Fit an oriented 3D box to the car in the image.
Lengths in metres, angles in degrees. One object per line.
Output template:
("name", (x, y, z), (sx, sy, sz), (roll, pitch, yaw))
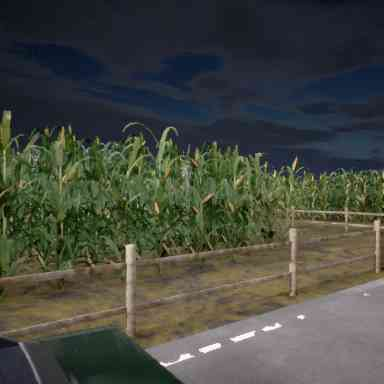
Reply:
("car", (-2.189, 1.600, 1.527), (4.718, 1.301, 1.895), (0, 0, -35))
